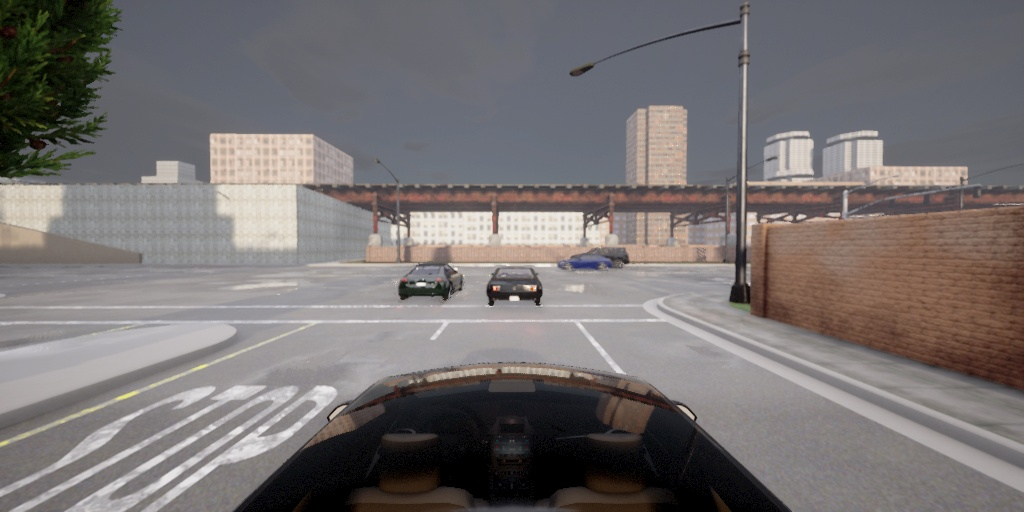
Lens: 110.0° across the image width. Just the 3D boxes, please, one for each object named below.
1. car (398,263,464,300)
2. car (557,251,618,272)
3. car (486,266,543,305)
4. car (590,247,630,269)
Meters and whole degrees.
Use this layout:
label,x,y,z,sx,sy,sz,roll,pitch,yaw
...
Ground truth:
label,x,y,z,sx,sy,sz,roll,pitch,yaw
car,-3.327,0.977,15.372,1.994,1.385,4.181,0,1,2
car,6.231,0.561,30.659,4.674,1.442,1.812,0,1,0
car,0.121,1.048,13.981,1.895,1.301,4.718,0,1,1
car,8.323,0.171,34.143,5.566,2.045,2.150,0,1,1
